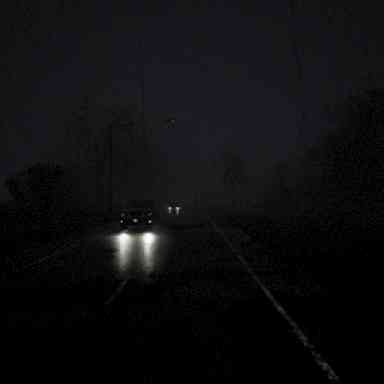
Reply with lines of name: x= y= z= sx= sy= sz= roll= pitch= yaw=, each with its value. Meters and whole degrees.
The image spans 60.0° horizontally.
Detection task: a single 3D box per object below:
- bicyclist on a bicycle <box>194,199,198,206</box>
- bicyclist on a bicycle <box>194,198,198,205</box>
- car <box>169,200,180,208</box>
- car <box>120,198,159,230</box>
bicyclist on a bicycle: x=0.964 y=2.292 z=73.175 sx=0.582 sy=1.620 sz=1.656 roll=0 pitch=-1 yaw=0
bicyclist on a bicycle: x=0.962 y=2.386 z=82.171 sx=0.866 sy=1.612 sz=1.509 roll=0 pitch=-1 yaw=0
car: x=-3.511 y=2.273 z=65.103 sx=1.812 sy=1.442 sz=4.674 roll=0 pitch=-1 yaw=0
car: x=-3.599 y=1.484 z=23.847 sx=2.150 sy=2.045 sz=5.566 roll=0 pitch=-1 yaw=0
